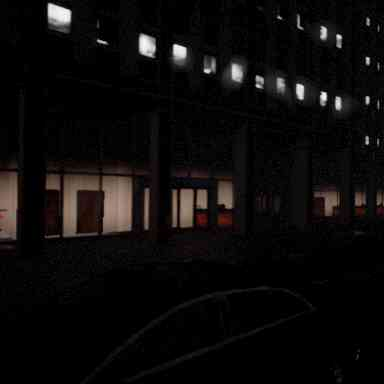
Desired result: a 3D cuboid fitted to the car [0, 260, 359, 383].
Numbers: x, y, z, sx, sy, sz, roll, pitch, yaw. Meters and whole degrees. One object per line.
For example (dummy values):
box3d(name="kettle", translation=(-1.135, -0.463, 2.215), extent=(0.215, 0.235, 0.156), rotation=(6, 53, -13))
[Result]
box3d(name="car", translation=(-0.377, 1.507, 3.110), extent=(4.902, 1.511, 2.128), rotation=(1, 0, -35))
